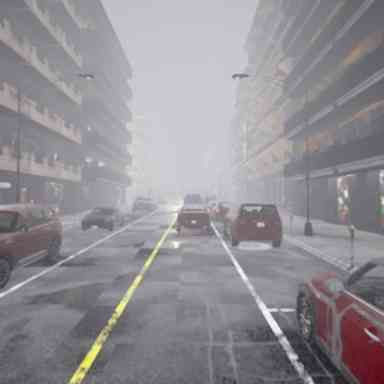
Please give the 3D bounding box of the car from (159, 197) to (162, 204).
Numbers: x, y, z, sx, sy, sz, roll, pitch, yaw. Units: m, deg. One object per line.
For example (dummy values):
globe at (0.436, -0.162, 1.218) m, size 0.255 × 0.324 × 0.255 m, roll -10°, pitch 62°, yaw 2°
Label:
car at (-5.311, 1.517, 42.437) m, size 1.887 × 1.381 × 4.507 m, roll 1°, pitch 0°, yaw 0°

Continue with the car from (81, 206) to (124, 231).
car at (-5.304, 1.539, 20.316) m, size 1.947 × 1.339 × 4.313 m, roll 1°, pitch 0°, yaw 0°

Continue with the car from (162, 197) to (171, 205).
car at (-5.318, 1.574, 59.031) m, size 1.802 × 1.307 × 4.206 m, roll 1°, pitch 0°, yaw 0°

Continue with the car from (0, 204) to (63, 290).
car at (-5.294, 1.301, 9.253) m, size 2.192 × 1.841 × 5.009 m, roll 1°, pitch 0°, yaw 0°

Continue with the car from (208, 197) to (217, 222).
car at (2.543, 1.411, 25.790) m, size 1.967 × 1.590 × 4.097 m, roll 1°, pitch 0°, yaw 0°

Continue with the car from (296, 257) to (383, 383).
car at (2.592, 1.434, 3.665) m, size 1.967 × 1.590 × 4.097 m, roll 1°, pitch 0°, yaw 0°

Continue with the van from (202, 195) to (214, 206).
van at (2.536, 1.325, 53.448) m, size 1.690 × 1.788 × 3.998 m, roll 1°, pitch 0°, yaw 0°

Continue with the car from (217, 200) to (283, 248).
car at (2.550, 1.294, 14.727) m, size 2.192 × 1.841 × 5.009 m, roll 1°, pitch 0°, yaw 0°

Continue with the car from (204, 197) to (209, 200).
car at (2.536, 1.552, 36.853) m, size 1.802 × 1.307 × 4.206 m, roll 1°, pitch 0°, yaw 0°

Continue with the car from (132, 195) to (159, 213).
car at (-5.304, 1.285, 36.906) m, size 2.192 × 1.841 × 5.009 m, roll 1°, pitch 0°, yaw 0°

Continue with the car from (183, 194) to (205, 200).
car at (0.090, 1.192, 38.823) m, size 2.150 × 2.045 × 5.566 m, roll 0°, pitch 0°, yaw 0°

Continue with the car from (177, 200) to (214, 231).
car at (0.094, 1.451, 20.174) m, size 1.882 × 1.535 × 5.008 m, roll 0°, pitch 0°, yaw 0°

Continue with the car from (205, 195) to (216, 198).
car at (2.538, 1.292, 47.916) m, size 2.192 × 1.841 × 5.009 m, roll 1°, pitch 0°, yaw 0°
